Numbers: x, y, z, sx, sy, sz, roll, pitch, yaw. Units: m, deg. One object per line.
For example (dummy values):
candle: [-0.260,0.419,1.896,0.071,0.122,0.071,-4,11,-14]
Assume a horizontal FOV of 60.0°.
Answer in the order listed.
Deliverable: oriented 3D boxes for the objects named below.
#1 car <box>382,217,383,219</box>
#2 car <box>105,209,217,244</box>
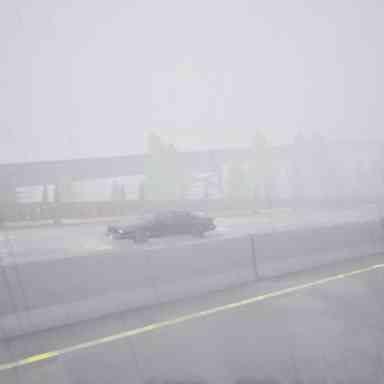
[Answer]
car: [15.773,1.504,23.775,5.357,1.411,2.033,0,0,-35]
car: [-1.320,1.543,15.925,5.357,1.411,2.033,0,0,-35]
